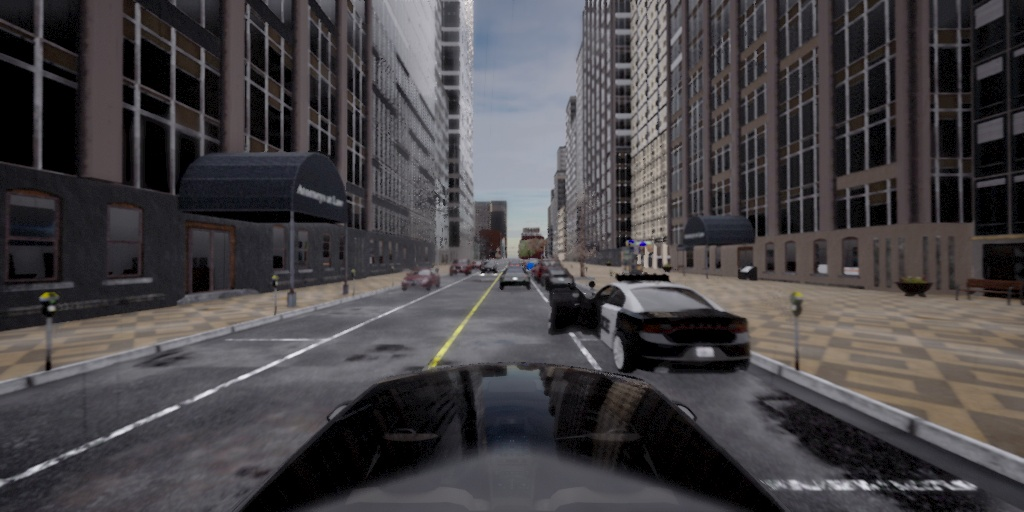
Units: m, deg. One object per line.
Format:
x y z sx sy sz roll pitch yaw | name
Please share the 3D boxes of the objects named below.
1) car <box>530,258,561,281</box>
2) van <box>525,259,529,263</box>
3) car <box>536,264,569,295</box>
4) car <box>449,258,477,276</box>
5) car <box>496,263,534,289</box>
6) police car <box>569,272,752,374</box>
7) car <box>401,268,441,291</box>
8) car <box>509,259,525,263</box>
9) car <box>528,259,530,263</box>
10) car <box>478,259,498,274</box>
2.823 1.140 27.951 2.192 1.841 5.009 0 0 0 | car
2.927 1.232 50.107 1.690 1.789 3.998 0 0 0 | van
2.797 1.374 22.412 1.948 1.339 4.313 0 0 0 | car
-5.505 1.187 39.068 2.192 1.841 5.009 0 0 0 | car
0.204 1.382 24.131 1.994 1.385 4.181 0 0 0 | car
2.740 1.189 7.750 1.930 1.638 5.238 0 0 -1 | police car
-5.583 1.405 22.451 1.802 1.307 4.207 0 0 0 | car
0.327 1.380 48.360 2.128 1.511 4.902 0 0 0 | car
2.849 1.281 33.490 1.967 1.591 4.097 0 0 0 | car
-2.797 1.393 44.973 1.837 1.490 4.892 0 -1 1 | car
